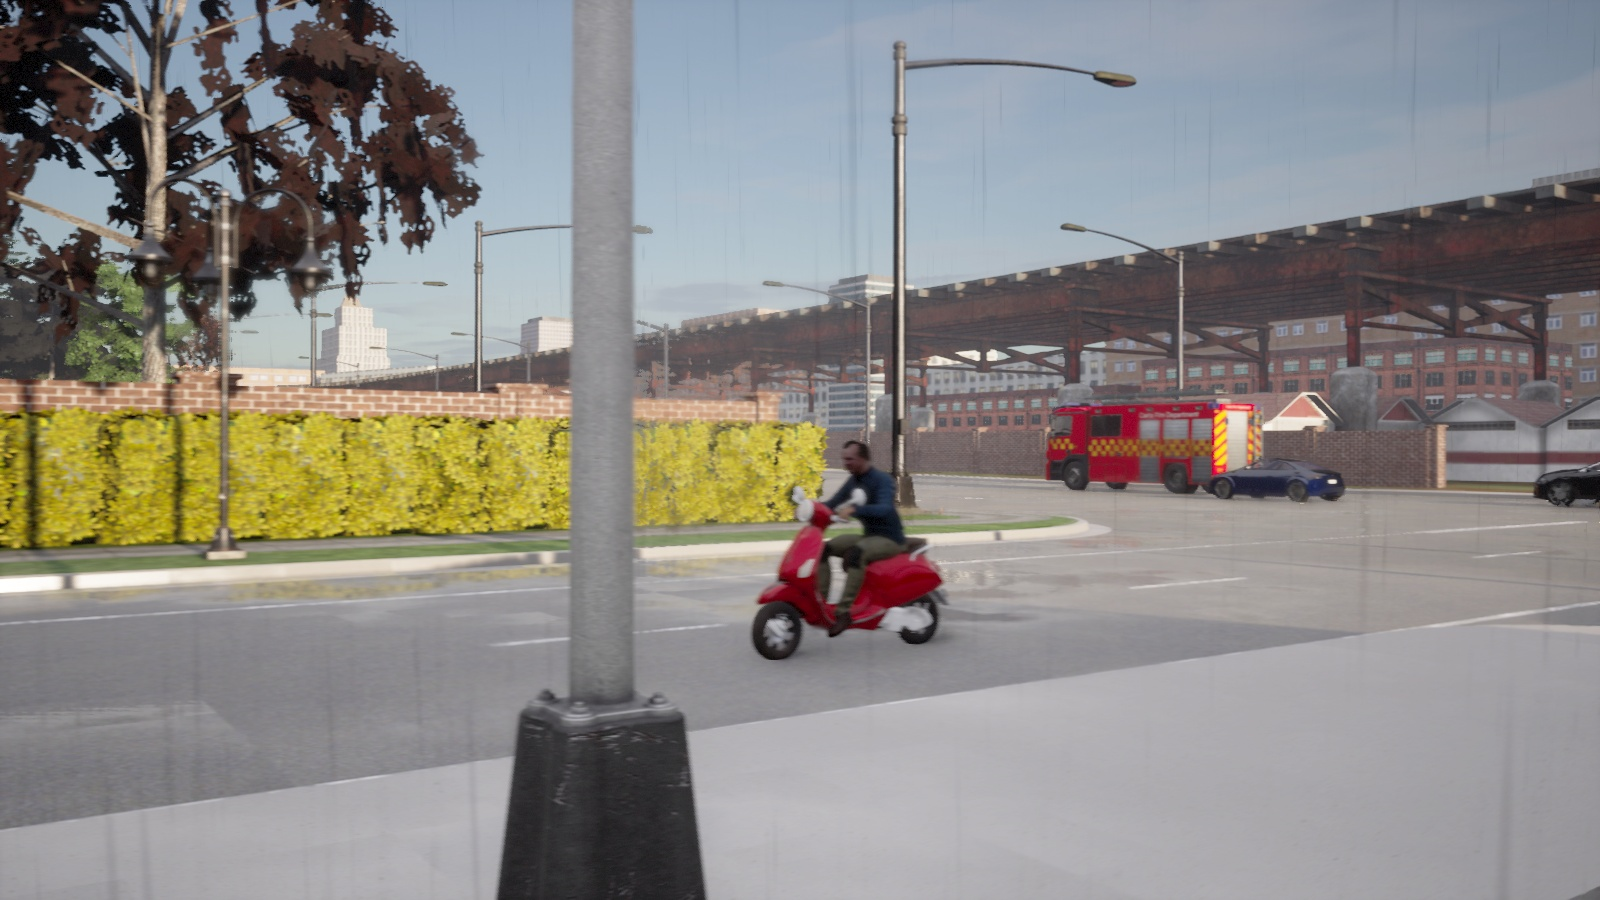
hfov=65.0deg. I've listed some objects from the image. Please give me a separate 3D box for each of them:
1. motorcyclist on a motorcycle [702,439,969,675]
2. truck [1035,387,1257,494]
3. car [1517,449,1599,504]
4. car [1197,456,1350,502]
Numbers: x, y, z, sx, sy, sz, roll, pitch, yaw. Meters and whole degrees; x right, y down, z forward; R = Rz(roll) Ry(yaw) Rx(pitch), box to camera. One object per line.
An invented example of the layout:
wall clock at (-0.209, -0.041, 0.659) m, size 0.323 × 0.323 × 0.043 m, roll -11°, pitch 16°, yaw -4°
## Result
motorcyclist on a motorcycle at (0.282, 0.721, 9.338) m, size 1.817 × 1.590 × 0.866 m, roll 0°, pitch 0°, yaw -35°
truck at (13.273, -0.330, 49.047) m, size 2.891 × 3.827 × 8.468 m, roll 0°, pitch 0°, yaw -35°
car at (23.019, 0.738, 34.930) m, size 2.128 × 1.511 × 4.902 m, roll 0°, pitch 0°, yaw -35°
car at (15.107, 0.875, 40.230) m, size 1.994 × 1.385 × 4.181 m, roll 0°, pitch 0°, yaw -35°
